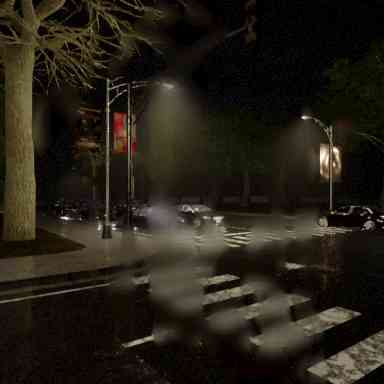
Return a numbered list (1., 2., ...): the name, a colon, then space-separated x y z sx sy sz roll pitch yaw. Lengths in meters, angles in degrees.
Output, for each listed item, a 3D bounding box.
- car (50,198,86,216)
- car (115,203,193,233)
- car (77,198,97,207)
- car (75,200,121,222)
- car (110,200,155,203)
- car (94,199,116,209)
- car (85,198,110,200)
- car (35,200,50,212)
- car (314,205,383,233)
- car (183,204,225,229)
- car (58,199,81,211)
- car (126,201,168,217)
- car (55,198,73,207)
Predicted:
1. car: -13.143 1.666 35.090 1.837 1.490 4.892 0 0 -36
2. car: -2.509 1.614 20.450 2.033 1.411 5.357 0 0 -36
3. car: -18.807 1.849 59.625 1.882 1.535 5.008 0 -1 -36
4. car: -7.941 1.676 27.926 1.994 1.385 4.181 0 0 -36
5. car: -5.255 1.474 29.761 2.097 1.767 4.553 0 0 -36
6. car: -13.931 1.824 52.967 1.812 1.442 4.674 0 -1 -36
7. car: -11.161 1.742 37.893 1.994 1.385 4.181 0 0 -36
8. car: -19.012 1.793 43.218 1.994 1.385 4.181 0 -1 -35
9. car: 9.894 1.548 20.305 1.837 1.490 4.892 0 -1 -36
10. car: 0.166 1.568 22.319 2.128 1.511 4.902 0 0 -36
11. car: -17.081 1.774 46.099 1.812 1.442 4.674 0 -1 -36
12. car: -4.818 1.701 35.029 2.033 1.411 5.357 0 0 -36
13. car: -23.446 1.900 60.651 1.837 1.490 4.892 0 -1 -36
